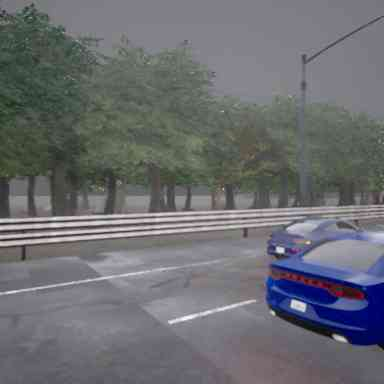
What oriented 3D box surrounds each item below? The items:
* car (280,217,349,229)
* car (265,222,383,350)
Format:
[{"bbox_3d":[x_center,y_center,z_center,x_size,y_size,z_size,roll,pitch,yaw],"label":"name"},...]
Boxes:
[{"bbox_3d":[4.496,1.555,11.119,4.674,1.442,1.812,0,0,-35],"label":"car"},{"bbox_3d":[3.564,1.497,6.216,5.008,1.535,1.882,0,0,-35],"label":"car"}]
